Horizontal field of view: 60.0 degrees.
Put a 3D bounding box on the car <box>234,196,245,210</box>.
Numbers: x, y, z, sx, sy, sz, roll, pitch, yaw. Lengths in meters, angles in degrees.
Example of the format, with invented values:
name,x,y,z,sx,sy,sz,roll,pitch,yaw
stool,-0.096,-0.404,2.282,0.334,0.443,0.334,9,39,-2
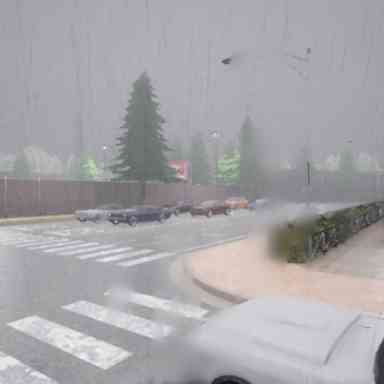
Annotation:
name,x,y,z,sx,sy,sz,roll,pitch,yaw
car,5.232,1.347,41.417,2.097,1.767,4.553,0,0,37

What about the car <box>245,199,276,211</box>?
name,x,y,z,sx,sy,sz,roll,pitch,yaw
car,8.578,1.523,40.072,1.812,1.442,4.674,0,0,37

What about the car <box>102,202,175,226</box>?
name,x,y,z,sx,sy,sz,roll,pitch,yaw
car,-3.612,1.597,23.307,1.895,1.301,4.718,0,0,36

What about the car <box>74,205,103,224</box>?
name,x,y,z,sx,sy,sz,roll,pitch,yaw
car,-6.504,1.597,25.284,1.895,1.301,4.718,0,0,36

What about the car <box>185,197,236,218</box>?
name,x,y,z,sx,sy,sz,roll,pitch,yaw
car,1.799,1.474,30.795,1.882,1.535,5.008,0,0,36

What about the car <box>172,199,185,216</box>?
name,x,y,z,sx,sy,sz,roll,pitch,yaw
car,-1.153,1.487,32.684,2.128,1.511,4.902,0,0,36

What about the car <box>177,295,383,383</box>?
name,x,y,z,sx,sy,sz,roll,pitch,yaw
car,2.163,1.601,2.592,4.718,1.301,1.895,0,0,38
